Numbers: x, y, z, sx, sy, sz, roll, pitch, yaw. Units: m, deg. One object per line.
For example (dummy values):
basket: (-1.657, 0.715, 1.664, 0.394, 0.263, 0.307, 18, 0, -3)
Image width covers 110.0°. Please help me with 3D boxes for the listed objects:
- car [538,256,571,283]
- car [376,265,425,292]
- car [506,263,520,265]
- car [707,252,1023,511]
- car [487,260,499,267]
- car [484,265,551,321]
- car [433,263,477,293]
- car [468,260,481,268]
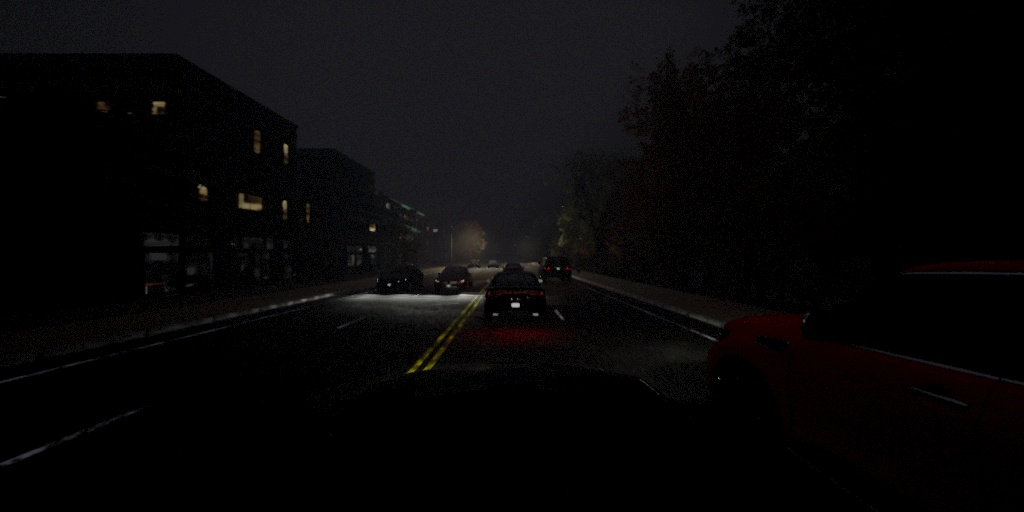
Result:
car: (3.351, 1.038, 28.713, 2.150, 2.045, 5.566, 0, 0, 0)
car: (-6.599, 1.303, 21.663, 1.837, 1.490, 4.892, 0, 0, 0)
car: (0.102, 1.346, 30.584, 1.812, 1.442, 4.674, 0, 0, 0)
car: (3.360, 0.972, 1.852, 2.150, 2.045, 5.566, 0, 0, 0)
car: (-3.276, 1.447, 63.329, 2.033, 1.411, 5.357, 0, 0, 1)
car: (0.102, 1.255, 12.679, 1.882, 1.535, 5.008, 0, 0, 0)
car: (-3.350, 1.323, 21.277, 1.812, 1.442, 4.674, 0, 0, 0)
car: (-6.532, 1.402, 63.310, 1.837, 1.490, 4.892, 0, 0, 1)
